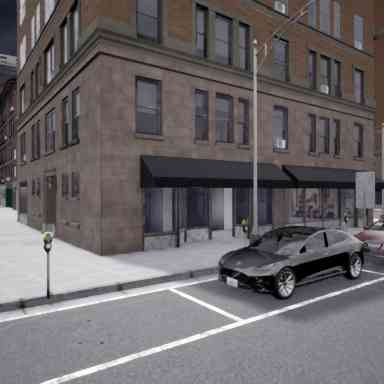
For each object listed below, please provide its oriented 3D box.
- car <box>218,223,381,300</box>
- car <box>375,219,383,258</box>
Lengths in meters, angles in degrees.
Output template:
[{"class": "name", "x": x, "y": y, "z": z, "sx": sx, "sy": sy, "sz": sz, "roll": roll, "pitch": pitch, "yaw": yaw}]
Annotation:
[{"class": "car", "x": 2.638, "y": 1.565, "z": 8.409, "sx": 4.313, "sy": 1.339, "sz": 1.947, "roll": 0, "pitch": 0, "yaw": -35}, {"class": "car", "x": 7.120, "y": 1.582, "z": 11.599, "sx": 4.206, "sy": 1.307, "sz": 1.802, "roll": 0, "pitch": 0, "yaw": -35}]
